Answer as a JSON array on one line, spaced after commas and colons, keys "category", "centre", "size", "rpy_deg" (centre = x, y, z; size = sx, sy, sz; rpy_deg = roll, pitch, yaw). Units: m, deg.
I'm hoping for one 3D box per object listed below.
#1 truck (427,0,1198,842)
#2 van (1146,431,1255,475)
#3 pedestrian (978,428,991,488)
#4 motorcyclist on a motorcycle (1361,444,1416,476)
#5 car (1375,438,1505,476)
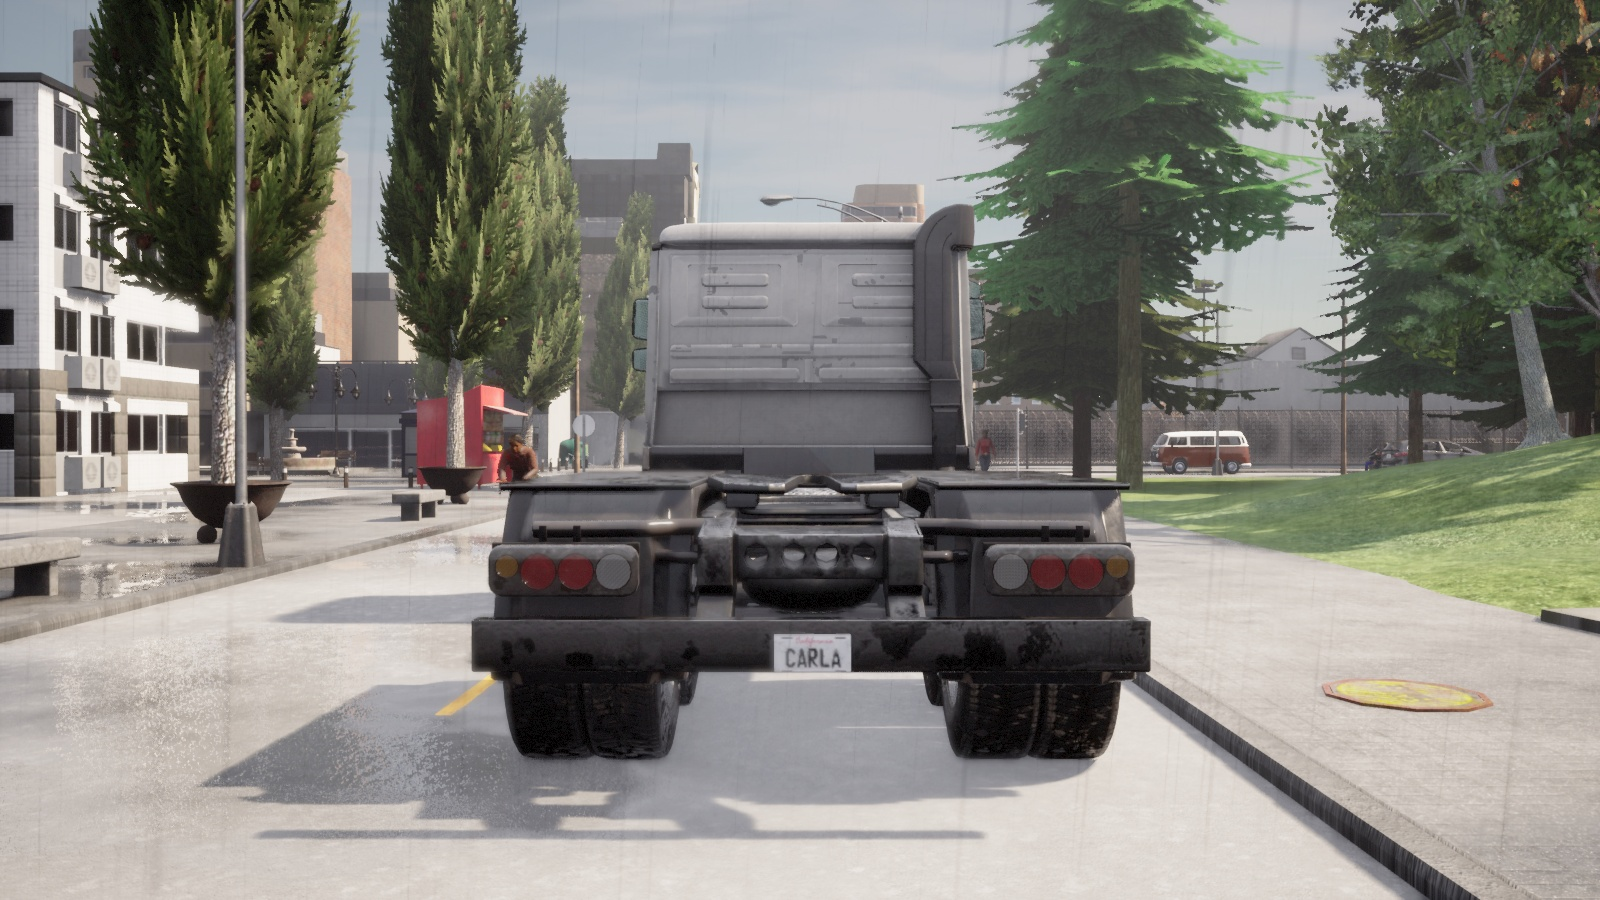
[{"category": "truck", "centre": [0.066, -0.284, 8.680], "size": [2.891, 3.462, 7.936], "rpy_deg": [0, 0, 0]}, {"category": "van", "centre": [18.968, 0.149, 59.629], "size": [4.480, 2.038, 2.069], "rpy_deg": [0, 0, 0]}, {"category": "pedestrian", "centre": [5.717, 0.241, 38.922], "size": [0.331, 1.846, 0.636], "rpy_deg": [0, 0, 4]}, {"category": "motorcyclist on a motorcycle", "centre": [27.907, 0.468, 59.590], "size": [2.191, 1.530, 0.866], "rpy_deg": [0, 0, 0]}, {"category": "car", "centre": [28.257, 0.300, 55.584], "size": [4.611, 1.667, 2.242], "rpy_deg": [0, 0, 0]}]
